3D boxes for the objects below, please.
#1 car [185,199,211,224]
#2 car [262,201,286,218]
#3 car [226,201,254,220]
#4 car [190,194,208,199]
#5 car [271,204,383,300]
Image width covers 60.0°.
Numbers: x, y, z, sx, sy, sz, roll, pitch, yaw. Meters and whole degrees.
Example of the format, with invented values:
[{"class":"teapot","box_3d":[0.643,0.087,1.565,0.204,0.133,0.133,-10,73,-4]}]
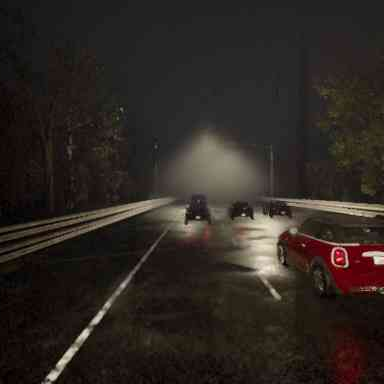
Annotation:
[{"class":"car","box_3d":[0.446,1.539,24.700,1.812,1.442,4.674,0,0,1]},{"class":"car","box_3d":[7.533,1.526,29.614,1.812,1.442,4.674,0,0,1]},{"class":"car","box_3d":[4.011,1.512,28.017,1.837,1.490,4.892,0,0,1]},{"class":"car","box_3d":[0.868,1.242,42.922,2.150,2.045,5.566,0,0,2]},{"class":"car","box_3d":[3.700,1.349,8.562,2.097,1.767,4.553,0,0,1]}]
